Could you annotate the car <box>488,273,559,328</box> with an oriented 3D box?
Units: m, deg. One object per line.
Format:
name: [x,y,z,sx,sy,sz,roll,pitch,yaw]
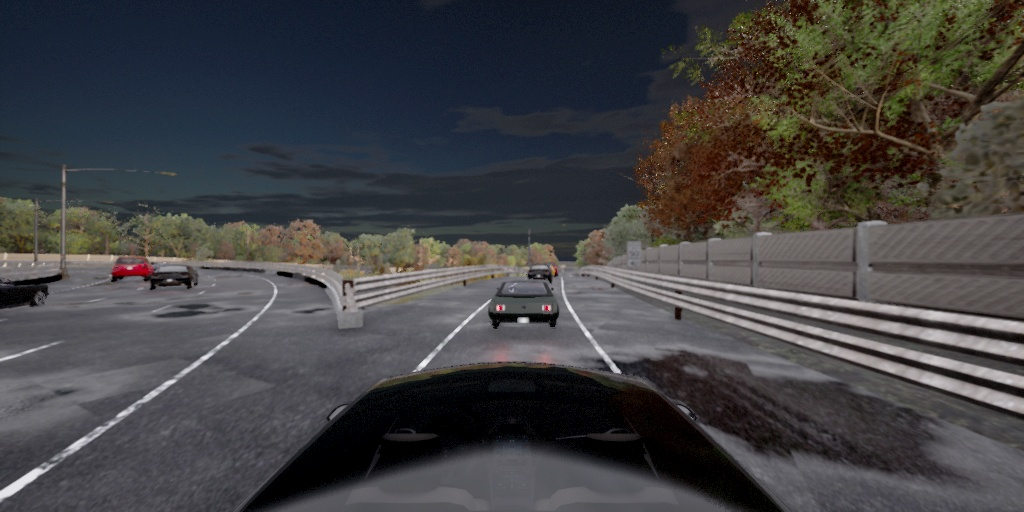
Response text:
car: [0.423,1.401,11.587,1.895,1.301,4.718,0,0,3]

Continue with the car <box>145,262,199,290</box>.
car: [-21.992,1.319,23.500,1.882,1.535,5.008,0,0,-36]

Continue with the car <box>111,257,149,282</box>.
car: [-32.491,1.091,30.797,2.150,2.045,5.566,0,0,-42]

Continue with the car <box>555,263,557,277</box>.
car: [4.027,1.731,42.031,1.882,1.535,5.008,0,-2,8]

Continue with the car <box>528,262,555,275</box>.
car: [2.347,1.398,29.401,1.882,1.535,5.008,0,-1,8]

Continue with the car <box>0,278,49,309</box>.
car: [-18.886,1.390,12.578,1.895,1.301,4.718,0,0,-31]
